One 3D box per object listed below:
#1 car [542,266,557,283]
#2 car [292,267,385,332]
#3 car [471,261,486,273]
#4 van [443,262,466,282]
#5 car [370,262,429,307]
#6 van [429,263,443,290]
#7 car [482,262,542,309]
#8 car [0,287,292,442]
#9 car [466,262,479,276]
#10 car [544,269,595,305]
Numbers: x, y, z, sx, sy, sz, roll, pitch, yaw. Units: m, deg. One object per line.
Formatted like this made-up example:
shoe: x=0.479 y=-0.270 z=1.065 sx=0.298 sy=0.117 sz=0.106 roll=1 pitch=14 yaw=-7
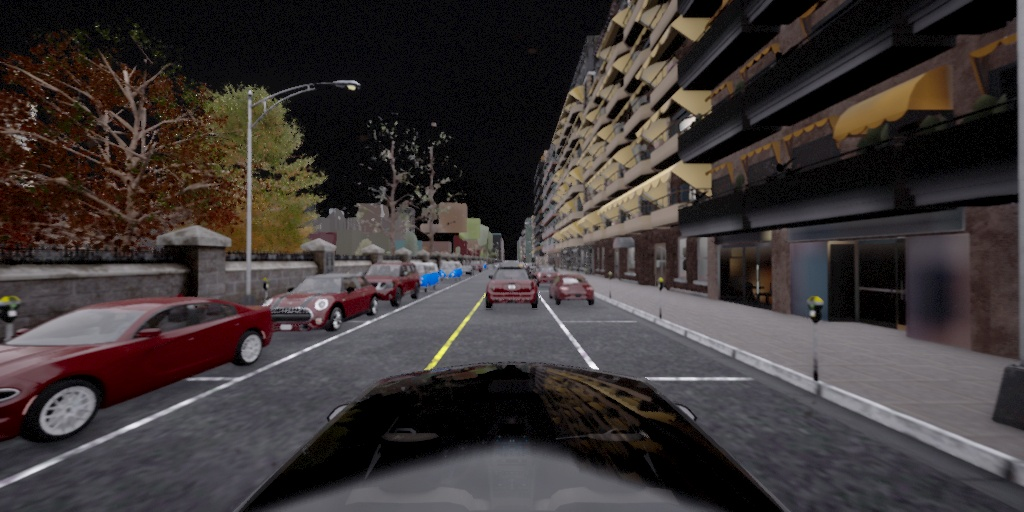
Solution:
car: x=2.693 y=1.464 z=27.907 sx=1.967 sy=1.591 sz=4.097 roll=0 pitch=0 yaw=0
car: x=-5.688 y=1.284 z=11.017 sx=1.967 sy=1.591 sz=4.097 roll=0 pitch=0 yaw=0
car: x=-5.683 y=1.646 z=56.057 sx=2.192 sy=1.841 sz=5.009 roll=0 pitch=0 yaw=0
van: x=-5.686 y=1.426 z=33.538 sx=1.690 sy=1.789 sz=3.998 roll=0 pitch=0 yaw=0
car: x=-5.688 y=1.219 z=16.647 sx=2.192 sy=1.841 sz=5.009 roll=0 pitch=0 yaw=0
van: x=-5.687 y=1.305 z=22.278 sx=1.690 sy=1.789 sz=3.998 roll=0 pitch=0 yaw=0
car: x=0.002 y=1.247 z=15.928 sx=2.097 sy=1.767 sz=4.553 roll=0 pitch=-1 yaw=0
car: x=-5.689 y=1.331 z=5.389 sx=1.888 sy=1.381 sz=4.507 roll=0 pitch=0 yaw=0
car: x=-5.685 y=1.772 z=44.798 sx=1.948 sy=1.339 sz=4.313 roll=0 pitch=0 yaw=0
car: x=2.692 y=1.486 z=16.646 sx=1.802 sy=1.307 sz=4.207 roll=0 pitch=0 yaw=0
